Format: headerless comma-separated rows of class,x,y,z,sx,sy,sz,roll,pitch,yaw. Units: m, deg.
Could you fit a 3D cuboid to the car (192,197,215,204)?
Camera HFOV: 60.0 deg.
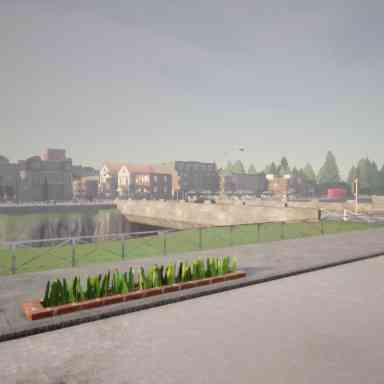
car,1.955,1.527,55.321,1.812,1.442,4.674,0,-1,-35
